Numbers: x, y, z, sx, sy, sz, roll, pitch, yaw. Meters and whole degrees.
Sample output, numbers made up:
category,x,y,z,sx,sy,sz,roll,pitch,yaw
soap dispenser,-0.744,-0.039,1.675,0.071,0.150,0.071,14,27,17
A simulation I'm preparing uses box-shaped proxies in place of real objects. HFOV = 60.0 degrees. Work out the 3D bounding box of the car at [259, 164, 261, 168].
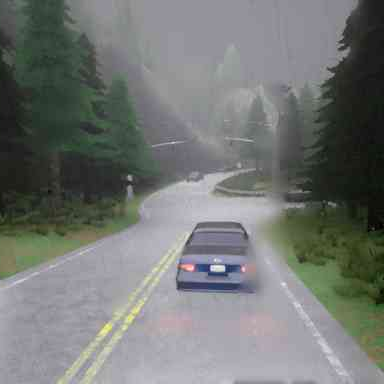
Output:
category,x,y,z,sx,sy,sz,roll,pitch,yaw
car,16.880,-6.178,73.869,4.892,1.490,1.837,-7,7,-23

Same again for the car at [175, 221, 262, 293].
category,x,y,z,sx,sy,sz,roll,pitch,yaw
car,0.725,1.497,8.878,2.033,1.411,5.357,0,0,5

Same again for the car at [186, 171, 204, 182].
category,x,y,z,sx,sy,sz,roll,pitch,yaw
car,0.558,-2.570,55.103,1.837,1.490,4.892,2,10,19

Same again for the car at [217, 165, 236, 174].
category,x,y,z,sx,sy,sz,roll,pitch,yaw
car,6.886,-4.584,66.542,2.128,1.511,4.902,4,11,42

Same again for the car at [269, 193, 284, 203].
category,x,y,z,sx,sy,sz,roll,pitch,yaw
car,9.430,0.433,29.856,4.718,1.301,1.895,0,5,3
